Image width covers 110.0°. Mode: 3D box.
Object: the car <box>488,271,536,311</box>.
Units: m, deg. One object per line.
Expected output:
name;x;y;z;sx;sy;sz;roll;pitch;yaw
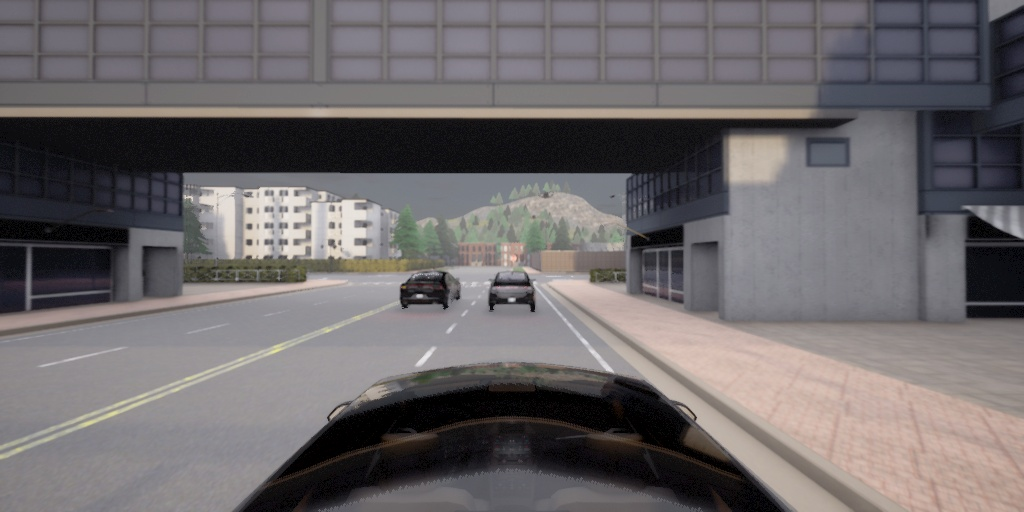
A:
car;0.010;1.391;15.334;2.128;1.511;4.902;0;0;0

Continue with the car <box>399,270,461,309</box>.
car;-3.483;1.384;16.049;1.882;1.535;5.008;0;0;0
